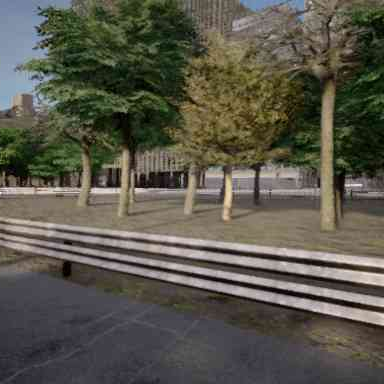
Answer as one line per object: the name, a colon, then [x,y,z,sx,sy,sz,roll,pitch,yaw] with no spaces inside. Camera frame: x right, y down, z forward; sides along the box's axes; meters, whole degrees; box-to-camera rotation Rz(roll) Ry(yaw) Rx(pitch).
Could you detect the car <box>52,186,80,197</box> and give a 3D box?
car: [-17.895,-0.021,48.453,5.366,1.575,1.801,0,1,-5]
